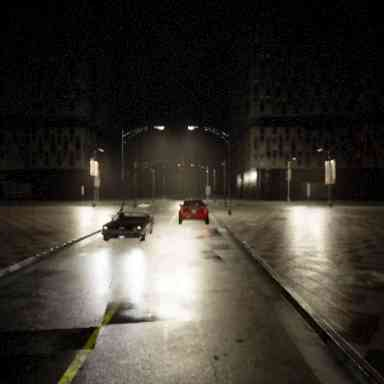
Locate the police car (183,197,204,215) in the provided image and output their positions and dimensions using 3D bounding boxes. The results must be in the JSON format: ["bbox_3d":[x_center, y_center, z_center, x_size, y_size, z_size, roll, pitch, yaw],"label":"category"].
[{"bbox_3d":[0.117,1.384,34.197,2.038,1.542,4.974,0,0,0],"label":"police car"}]

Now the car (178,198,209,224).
[{"bbox_3d":[0.116,1.270,23.978,2.097,1.767,4.553,0,1,0],"label":"car"}]

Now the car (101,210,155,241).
[{"bbox_3d":[-2.989,1.607,16.378,1.895,1.301,4.718,0,0,0],"label":"car"}]
